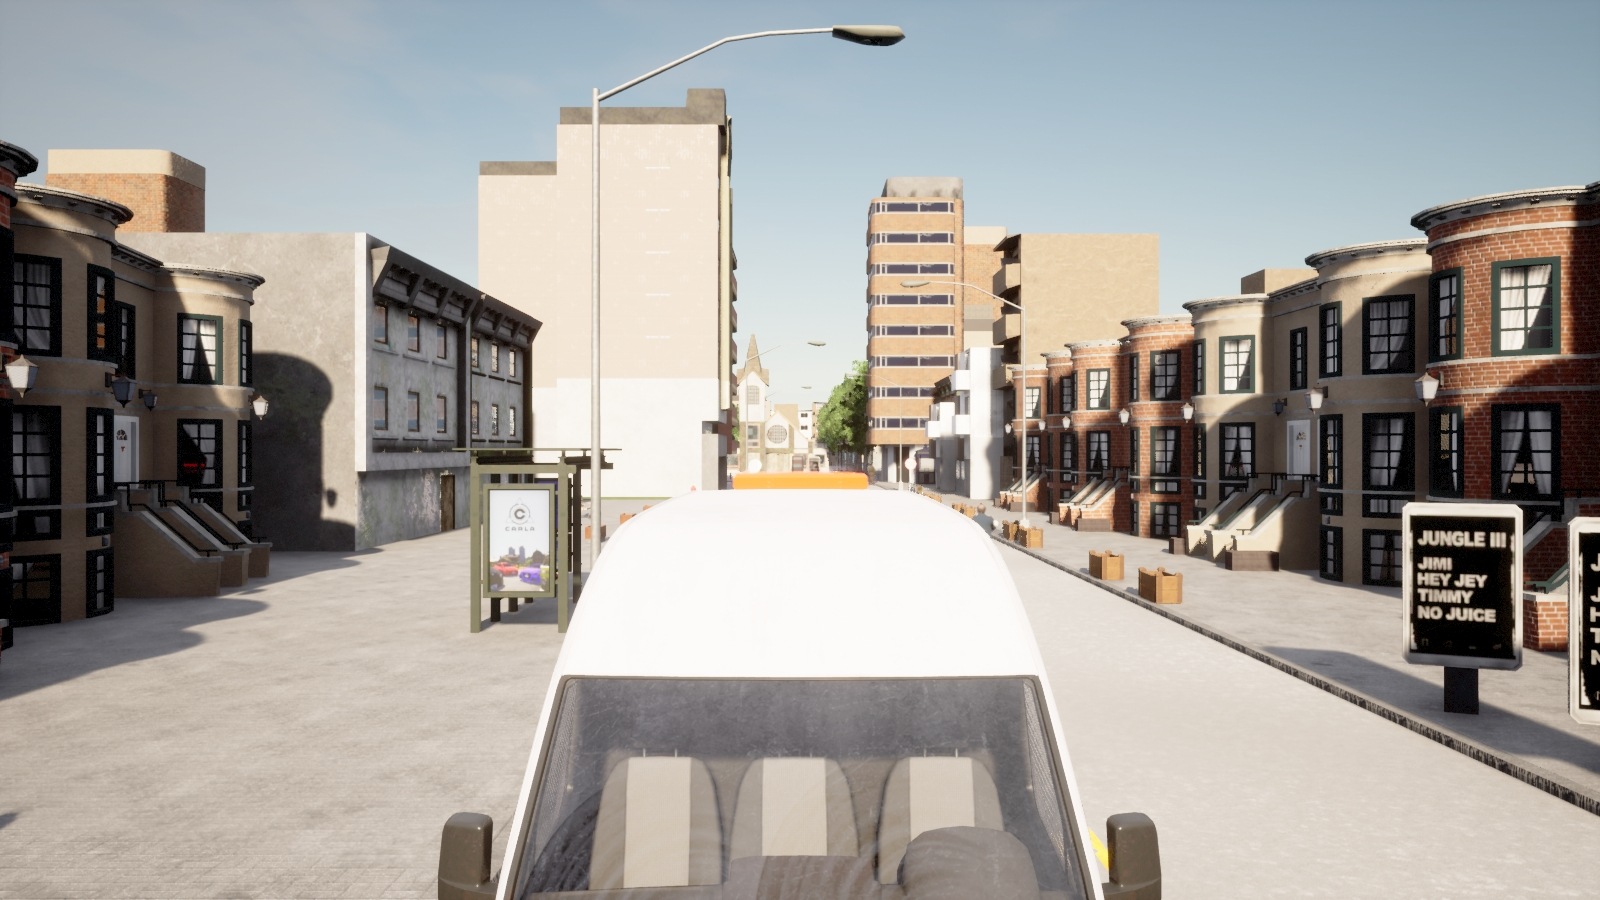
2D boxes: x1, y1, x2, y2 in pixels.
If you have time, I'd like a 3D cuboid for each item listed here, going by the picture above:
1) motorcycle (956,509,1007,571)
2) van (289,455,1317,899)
[{"bbox_3d":[4.003,1.972,25.328,0.856,1.236,1.805,0,0,0],"label":"motorcycle"},{"bbox_3d":[0.007,1.317,5.167,1.988,2.561,5.915,0,0,0],"label":"van"}]
